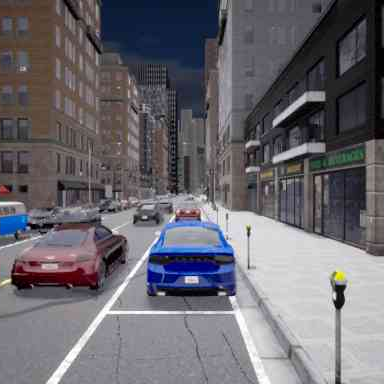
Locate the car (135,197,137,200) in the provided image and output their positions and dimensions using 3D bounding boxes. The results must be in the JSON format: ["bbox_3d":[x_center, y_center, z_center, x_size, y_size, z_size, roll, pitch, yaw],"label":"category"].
[{"bbox_3d":[-8.816,1.452,47.486,1.967,1.590,4.097,0,0,0],"label":"car"}]

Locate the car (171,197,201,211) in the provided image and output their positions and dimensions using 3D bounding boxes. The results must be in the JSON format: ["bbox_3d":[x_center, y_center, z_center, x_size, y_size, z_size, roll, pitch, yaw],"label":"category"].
[{"bbox_3d":[-0.290,1.443,25.481,1.967,1.590,4.097,0,0,0],"label":"car"}]

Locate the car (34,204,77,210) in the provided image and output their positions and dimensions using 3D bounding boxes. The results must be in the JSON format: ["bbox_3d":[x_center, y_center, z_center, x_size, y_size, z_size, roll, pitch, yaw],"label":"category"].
[{"bbox_3d":[-8.815,1.568,19.979,1.947,1.339,4.313,0,0,0],"label":"car"}]

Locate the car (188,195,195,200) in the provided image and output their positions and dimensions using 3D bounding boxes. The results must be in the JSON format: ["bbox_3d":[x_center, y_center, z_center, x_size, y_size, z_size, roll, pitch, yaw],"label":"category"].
[{"bbox_3d":[-0.237,1.636,95.394,2.008,1.369,4.403,0,0,0],"label":"car"}]

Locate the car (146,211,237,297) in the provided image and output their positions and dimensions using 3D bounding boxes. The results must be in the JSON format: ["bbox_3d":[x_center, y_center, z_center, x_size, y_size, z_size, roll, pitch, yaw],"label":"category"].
[{"bbox_3d":[-0.006,1.478,8.650,1.882,1.535,5.008,0,0,0],"label":"car"}]

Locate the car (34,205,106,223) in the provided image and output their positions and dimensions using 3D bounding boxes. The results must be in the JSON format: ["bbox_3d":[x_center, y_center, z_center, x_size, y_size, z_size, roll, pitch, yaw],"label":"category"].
[{"bbox_3d":[-6.246,1.602,17.446,1.895,1.301,4.718,0,0,0],"label":"car"}]

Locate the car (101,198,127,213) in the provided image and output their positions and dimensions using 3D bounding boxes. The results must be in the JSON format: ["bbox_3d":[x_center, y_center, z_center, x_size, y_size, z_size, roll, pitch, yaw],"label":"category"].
[{"bbox_3d":[-8.815,1.573,36.483,1.947,1.339,4.313,0,0,0],"label":"car"}]

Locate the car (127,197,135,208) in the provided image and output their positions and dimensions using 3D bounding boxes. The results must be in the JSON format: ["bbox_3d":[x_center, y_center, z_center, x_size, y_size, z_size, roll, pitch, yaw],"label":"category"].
[{"bbox_3d":[-8.815,1.591,41.985,1.802,1.307,4.206,0,0,0],"label":"car"}]

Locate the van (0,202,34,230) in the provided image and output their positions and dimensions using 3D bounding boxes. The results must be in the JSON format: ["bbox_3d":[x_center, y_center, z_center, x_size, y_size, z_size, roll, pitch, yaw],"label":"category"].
[{"bbox_3d":[-8.815,1.342,14.478,1.690,1.788,3.998,0,0,0],"label":"van"}]

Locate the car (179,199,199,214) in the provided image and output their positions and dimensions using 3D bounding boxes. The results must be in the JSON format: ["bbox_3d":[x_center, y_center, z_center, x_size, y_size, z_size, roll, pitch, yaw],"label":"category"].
[{"bbox_3d":[-0.290,1.558,36.484,2.008,1.369,4.403,0,0,0],"label":"car"}]

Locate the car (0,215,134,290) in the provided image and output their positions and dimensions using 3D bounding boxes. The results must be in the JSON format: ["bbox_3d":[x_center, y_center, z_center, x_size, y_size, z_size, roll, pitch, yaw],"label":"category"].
[{"bbox_3d":[-3.047,1.565,9.147,1.994,1.385,4.181,0,0,0],"label":"car"}]

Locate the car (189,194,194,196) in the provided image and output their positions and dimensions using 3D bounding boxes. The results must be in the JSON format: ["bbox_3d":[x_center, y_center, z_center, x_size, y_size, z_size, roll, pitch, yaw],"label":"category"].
[{"bbox_3d":[-0.257,1.501,84.576,1.967,1.590,4.097,0,0,0],"label":"car"}]

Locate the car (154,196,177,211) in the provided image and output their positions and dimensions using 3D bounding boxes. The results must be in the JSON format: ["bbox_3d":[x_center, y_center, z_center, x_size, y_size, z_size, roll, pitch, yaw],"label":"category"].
[{"bbox_3d":[-3.047,1.498,36.898,2.128,1.511,4.902,0,0,0],"label":"car"}]

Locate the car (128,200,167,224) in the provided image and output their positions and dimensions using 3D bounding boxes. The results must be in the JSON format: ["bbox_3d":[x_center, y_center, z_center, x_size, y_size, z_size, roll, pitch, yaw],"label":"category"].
[{"bbox_3d":[-3.136,1.529,24.433,1.812,1.442,4.674,0,0,0],"label":"car"}]
